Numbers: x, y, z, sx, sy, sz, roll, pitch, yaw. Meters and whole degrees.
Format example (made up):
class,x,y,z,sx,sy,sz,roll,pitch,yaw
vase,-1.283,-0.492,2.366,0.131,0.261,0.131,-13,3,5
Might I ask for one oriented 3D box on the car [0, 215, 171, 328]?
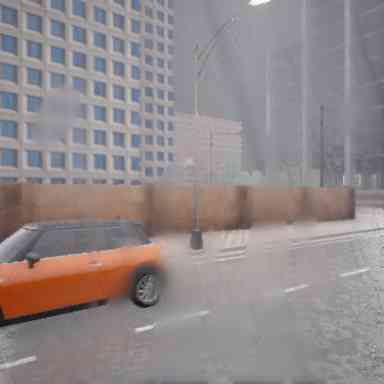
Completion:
class,x,y,z,sx,sy,sz,roll,pitch,yaw
car,-2.733,1.352,6.334,4.553,1.767,2.097,0,0,-35
